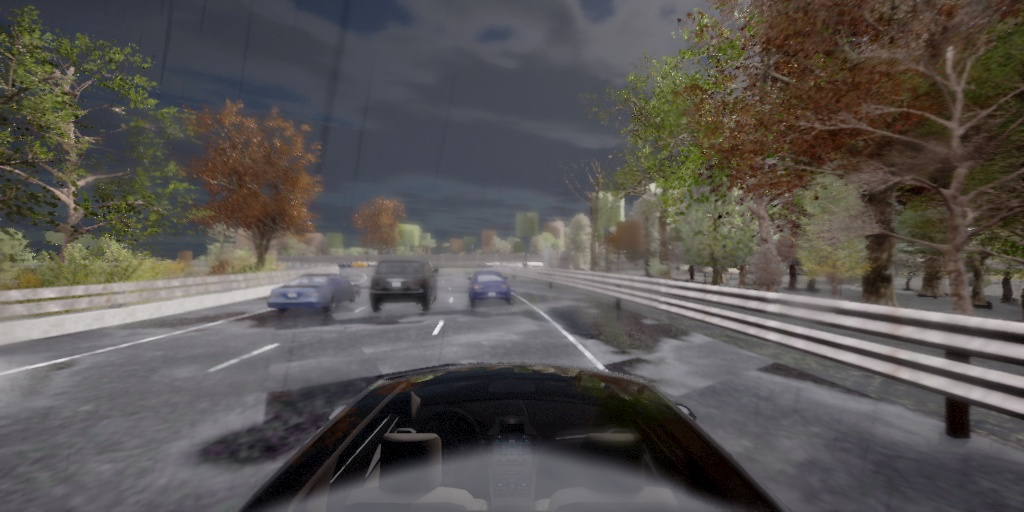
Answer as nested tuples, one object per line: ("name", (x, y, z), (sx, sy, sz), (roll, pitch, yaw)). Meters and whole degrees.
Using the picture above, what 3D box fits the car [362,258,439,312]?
("car", (-4.429, 1.117, 15.363), (2.150, 2.045, 5.566), (0, 0, -7))

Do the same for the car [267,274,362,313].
("car", (-7.897, 1.439, 14.888), (2.033, 1.411, 5.357), (0, -1, -7))

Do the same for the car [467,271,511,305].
("car", (-1.134, 1.432, 17.102), (1.812, 1.442, 4.674), (0, 0, -8))
